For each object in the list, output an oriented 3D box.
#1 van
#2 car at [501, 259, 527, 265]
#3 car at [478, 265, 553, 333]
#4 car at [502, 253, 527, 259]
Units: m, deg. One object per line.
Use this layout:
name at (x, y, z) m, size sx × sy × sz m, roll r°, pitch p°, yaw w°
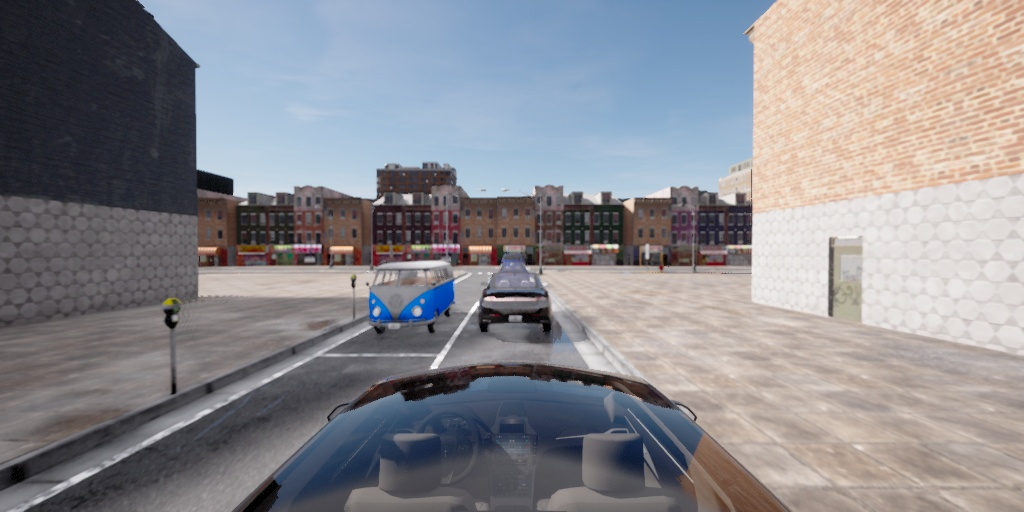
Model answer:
van at (-2.654, 1.039, 10.172) m, size 1.690 × 1.789 × 3.998 m, roll 0°, pitch 0°, yaw 0°
car at (0.059, 1.122, 21.727) m, size 2.128 × 1.511 × 4.902 m, roll 0°, pitch 0°, yaw 0°
car at (0.081, 1.188, 10.531) m, size 2.128 × 1.511 × 4.902 m, roll 0°, pitch 0°, yaw 0°
car at (0.203, 0.779, 34.068) m, size 2.150 × 2.045 × 5.566 m, roll 0°, pitch 0°, yaw 4°
